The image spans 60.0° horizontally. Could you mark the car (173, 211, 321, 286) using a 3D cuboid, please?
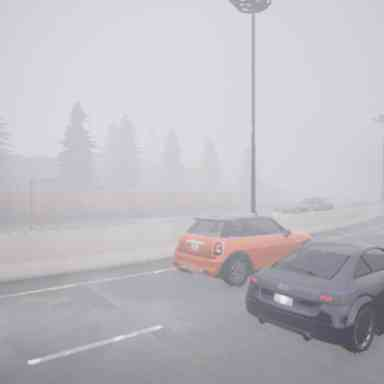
[{"bbox_3d":[1.724,1.435,9.808,4.553,1.767,2.097,0,-1,-39],"label":"car"}]

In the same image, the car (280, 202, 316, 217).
[{"bbox_3d":[11.563,1.854,35.947,2.033,1.411,5.357,0,-1,36],"label":"car"}]

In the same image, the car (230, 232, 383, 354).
[{"bbox_3d":[2.960,1.620,6.318,4.181,1.385,1.994,0,-1,-39],"label":"car"}]
